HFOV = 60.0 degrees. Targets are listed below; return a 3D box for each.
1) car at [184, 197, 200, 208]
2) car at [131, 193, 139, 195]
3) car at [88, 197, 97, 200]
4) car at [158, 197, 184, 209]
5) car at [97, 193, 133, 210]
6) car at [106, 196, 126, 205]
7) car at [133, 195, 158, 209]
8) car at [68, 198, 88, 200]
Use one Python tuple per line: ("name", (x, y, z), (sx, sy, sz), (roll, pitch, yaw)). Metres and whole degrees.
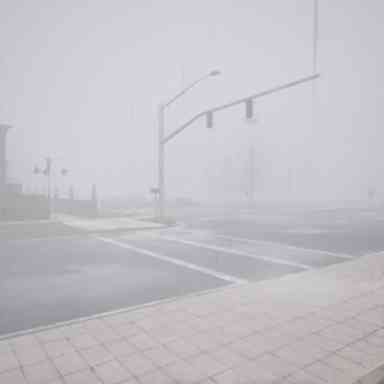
("car", (-0.794, 1.416, 47.216), (1.882, 1.535, 5.008), (0, 1, -36))
("car", (-10.693, 1.161, 60.862), (2.150, 2.045, 5.566), (0, 0, -36))
("car", (-16.310, 1.502, 56.659), (2.033, 1.411, 5.357), (0, 0, -36))
("car", (-3.682, 1.437, 45.234), (2.128, 1.511, 4.902), (0, 0, -36))
("car", (-9.671, 1.315, 41.565), (2.097, 1.767, 4.553), (0, 0, -36))
("car", (-13.484, 1.472, 58.734), (1.812, 1.442, 4.674), (0, 0, -36))
("car", (-6.846, 1.459, 43.631), (1.837, 1.490, 4.892), (0, 0, -36))
("car", (-19.380, 1.563, 54.925), (1.895, 1.301, 4.718), (0, 0, -36))
